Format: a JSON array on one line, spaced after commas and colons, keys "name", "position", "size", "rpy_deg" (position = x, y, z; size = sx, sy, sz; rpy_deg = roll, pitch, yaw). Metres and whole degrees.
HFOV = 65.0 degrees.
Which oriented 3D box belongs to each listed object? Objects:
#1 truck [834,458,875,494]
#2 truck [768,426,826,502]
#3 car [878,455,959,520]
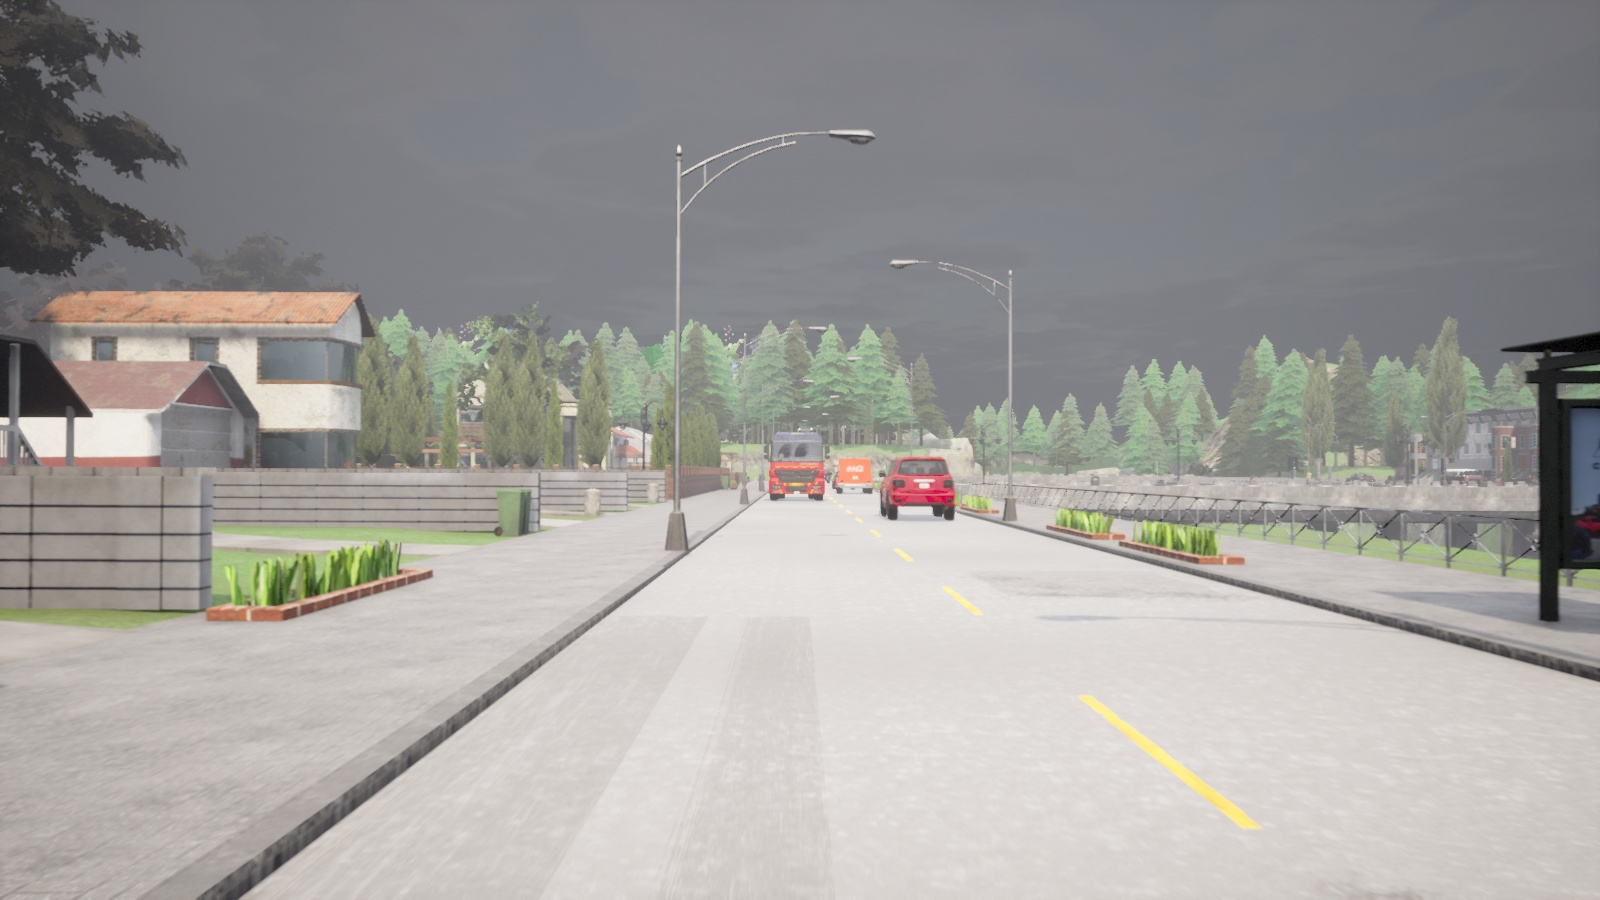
[{"name": "truck", "position": [3.790, 1.799, 88.808], "size": [2.627, 2.467, 5.204], "rpy_deg": [0, -1, 0]}, {"name": "truck", "position": [-0.164, 0.785, 67.788], "size": [2.891, 3.827, 8.468], "rpy_deg": [0, -1, 0]}, {"name": "car", "position": [3.900, 1.225, 42.251], "size": [2.150, 2.045, 5.566], "rpy_deg": [0, -1, 0]}]
